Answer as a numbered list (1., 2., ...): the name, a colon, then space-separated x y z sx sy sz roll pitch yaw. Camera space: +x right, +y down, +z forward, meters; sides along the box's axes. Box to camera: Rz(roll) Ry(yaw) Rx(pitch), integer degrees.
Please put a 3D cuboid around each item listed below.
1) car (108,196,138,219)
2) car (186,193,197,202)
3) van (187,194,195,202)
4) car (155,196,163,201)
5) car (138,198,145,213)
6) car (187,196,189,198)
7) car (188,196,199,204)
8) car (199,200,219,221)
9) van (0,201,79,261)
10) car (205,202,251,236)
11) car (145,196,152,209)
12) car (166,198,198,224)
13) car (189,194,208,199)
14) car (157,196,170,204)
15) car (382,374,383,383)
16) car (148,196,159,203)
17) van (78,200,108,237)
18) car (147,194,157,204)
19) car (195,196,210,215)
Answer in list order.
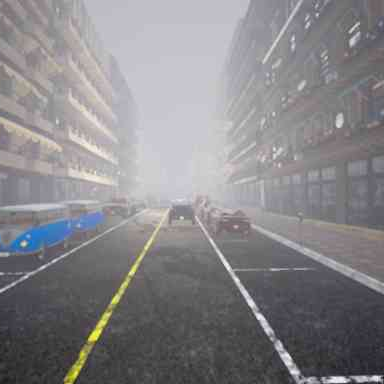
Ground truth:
1. car: -6.304 1.301 28.634 2.192 1.841 5.009 1 0 -2
2. car: -0.095 1.260 73.083 2.192 1.841 5.009 1 0 -2
3. van: -0.300 1.297 78.611 1.690 1.788 3.998 1 0 -2
4. car: -8.351 1.602 83.903 1.802 1.307 4.206 1 0 -2
5. car: -6.508 1.297 34.160 2.192 1.841 5.009 1 0 -2
6. car: -1.370 1.542 41.000 1.895 1.301 4.718 0 0 -2
7. car: 0.310 1.513 62.028 1.802 1.307 4.206 1 0 -2
8. car: 1.773 1.484 23.336 1.887 1.381 4.507 1 0 -2
9. van: -5.691 1.349 12.052 1.690 1.788 3.998 1 0 -2
10. car: 1.977 1.491 17.810 1.887 1.381 4.507 1 0 -2
11. car: -6.921 1.542 45.215 1.947 1.339 4.313 1 0 -2
12. car: -0.762 1.459 24.386 1.837 1.490 4.892 0 0 -2
13. car: 1.130 1.240 39.917 2.192 1.841 5.009 1 0 -2
14. car: -4.978 1.444 61.638 1.882 1.535 5.008 0 0 -2
15. car: 2.589 1.530 1.229 2.008 1.369 4.403 1 0 -2
16. car: -7.737 1.535 67.321 1.887 1.381 4.507 1 0 -2
17. van: -5.896 1.340 17.581 1.690 1.788 3.998 1 0 -2
18. car: -7.529 1.298 61.794 2.192 1.841 5.009 1 0 -2
19. car: 1.578 1.373 28.864 1.967 1.590 4.097 1 0 -2
